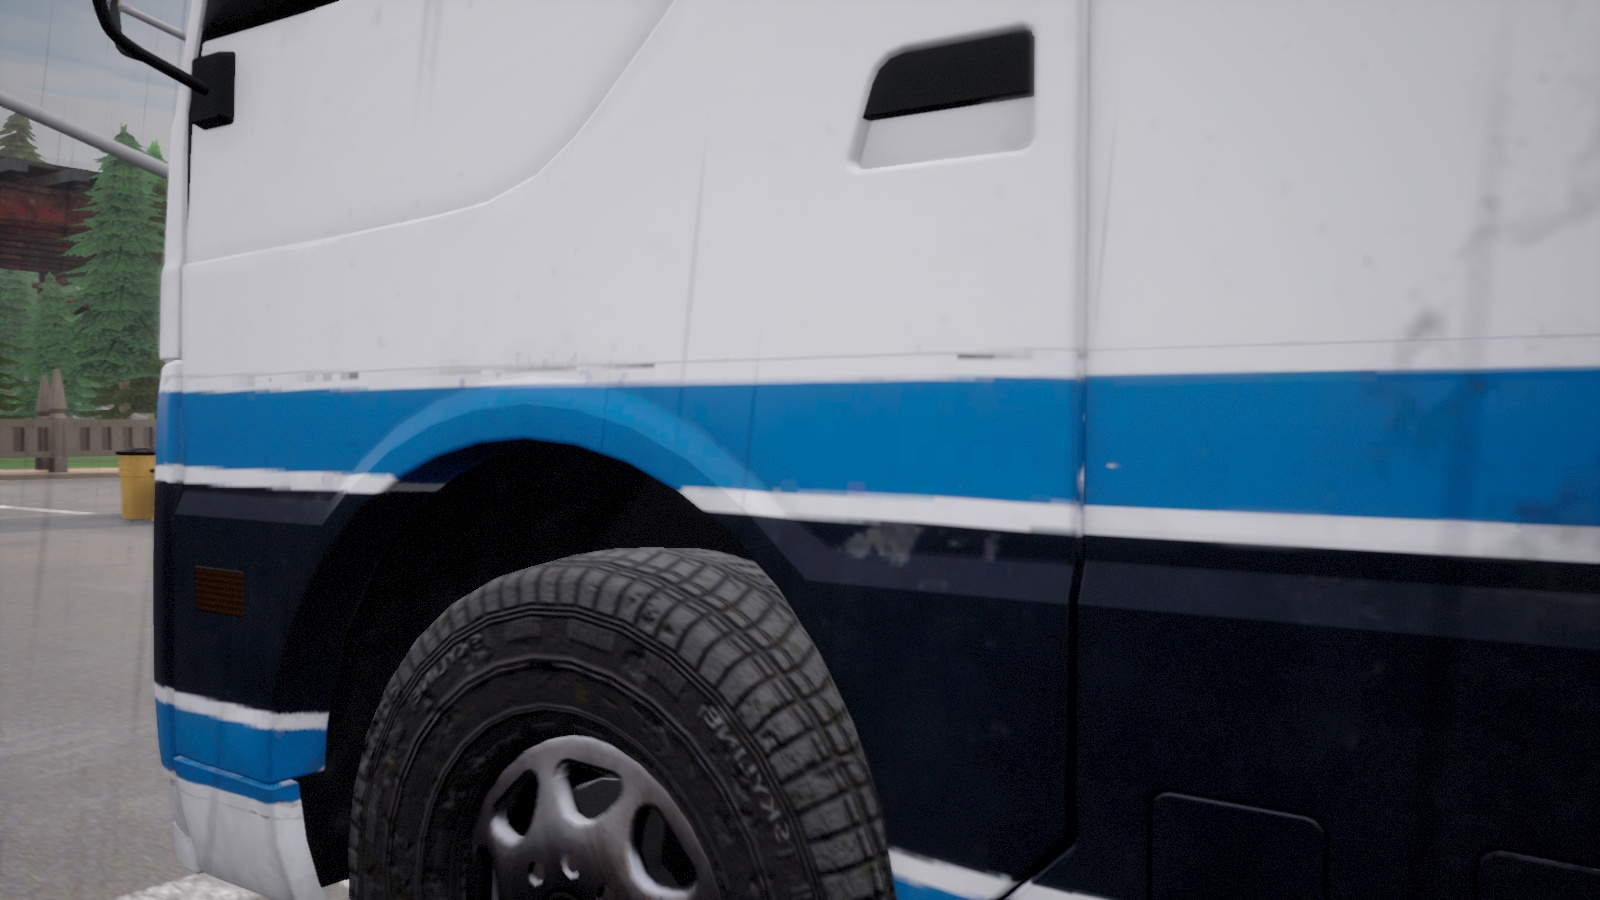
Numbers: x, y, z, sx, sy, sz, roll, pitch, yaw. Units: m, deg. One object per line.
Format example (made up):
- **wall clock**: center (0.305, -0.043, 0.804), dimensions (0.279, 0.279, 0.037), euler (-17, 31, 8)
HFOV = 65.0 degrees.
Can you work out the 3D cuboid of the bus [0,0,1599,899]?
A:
- **bus**: center (2.956, -0.695, 1.647), dimensions (10.273, 4.253, 3.944), euler (0, 1, 34)
